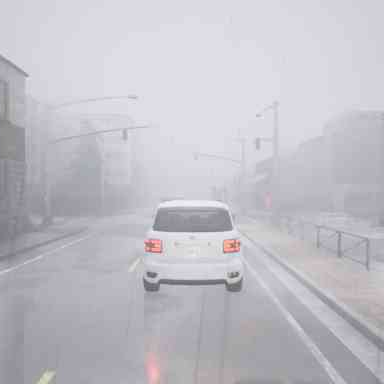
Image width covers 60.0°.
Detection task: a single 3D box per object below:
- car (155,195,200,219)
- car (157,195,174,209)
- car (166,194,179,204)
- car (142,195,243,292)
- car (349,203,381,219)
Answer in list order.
[{"bbox_3d":[-1.525,1.366,31.522,2.150,2.045,5.566,0,-1,-27],"label":"car"},{"bbox_3d":[-3.691,1.352,47.047,2.097,1.767,4.553,0,0,0],"label":"car"},{"bbox_3d":[-3.684,1.352,62.830,2.097,1.767,4.553,0,0,0],"label":"car"},{"bbox_3d":[0.035,1.221,9.080,2.150,2.045,5.566,0,0,1],"label":"car"},{"bbox_3d":[16.656,1.740,30.263,4.181,1.385,1.994,0,0,0],"label":"car"}]
